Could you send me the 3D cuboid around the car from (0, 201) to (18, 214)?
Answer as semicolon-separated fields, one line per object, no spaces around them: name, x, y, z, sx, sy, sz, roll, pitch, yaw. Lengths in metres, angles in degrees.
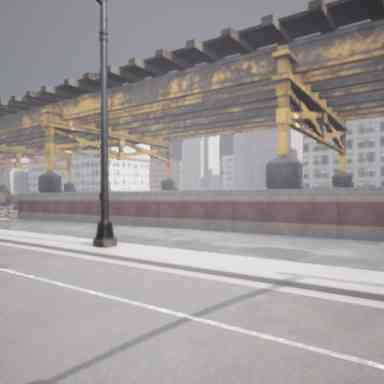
car;-21.972;1.736;39.118;4.536;1.218;1.853;0;0;-1
